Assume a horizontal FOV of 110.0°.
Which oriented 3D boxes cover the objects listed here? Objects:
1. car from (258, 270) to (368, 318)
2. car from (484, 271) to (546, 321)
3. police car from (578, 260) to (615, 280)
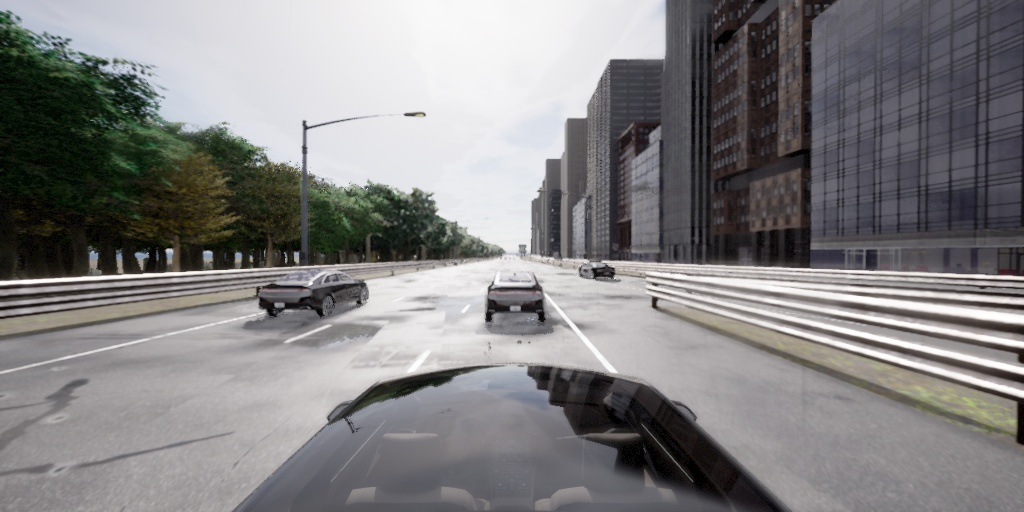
[{"bbox_3d":[-6.906,1.248,13.082,2.128,1.511,4.902,0,0,0],"label":"car"},{"bbox_3d":[0.095,1.248,12.408,2.128,1.511,4.902,0,0,0],"label":"car"},{"bbox_3d":[7.509,1.224,32.543,1.930,1.638,5.238,0,0,-10],"label":"police car"}]
